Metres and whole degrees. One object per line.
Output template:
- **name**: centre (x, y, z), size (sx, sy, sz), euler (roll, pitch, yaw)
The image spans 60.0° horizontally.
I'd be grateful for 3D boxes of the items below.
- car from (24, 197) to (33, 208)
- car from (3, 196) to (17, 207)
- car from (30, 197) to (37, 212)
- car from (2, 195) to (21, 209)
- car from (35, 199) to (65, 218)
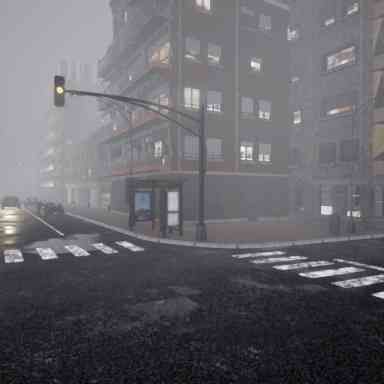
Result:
- **car**: centre (-23.758, 1.435, 49.188), size (1.967, 1.590, 4.097), euler (0, 0, -30)
- **car**: centre (-29.336, 1.472, 53.477), size (1.882, 1.535, 5.008), euler (0, 0, -30)
- **car**: centre (-15.295, 1.541, 34.540), size (1.887, 1.381, 4.507), euler (0, 0, -30)
- **car**: centre (-24.432, 1.348, 45.018), size (2.097, 1.767, 4.553), euler (0, 0, -30)
- **car**: centre (-12.475, 1.547, 29.658), size (2.008, 1.369, 4.403), euler (0, 0, -30)
